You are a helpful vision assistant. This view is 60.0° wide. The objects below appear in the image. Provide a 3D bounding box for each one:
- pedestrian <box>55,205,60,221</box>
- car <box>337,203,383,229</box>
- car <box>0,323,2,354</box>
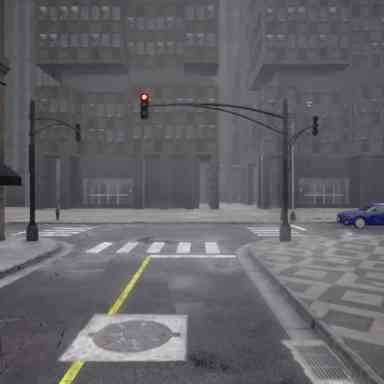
[{"bbox_3d":[-9.827,1.532,24.340,0.500,1.100,0.500,0,0,1],"label":"pedestrian"},{"bbox_3d":[11.803,1.458,21.054,5.008,1.535,1.882,0,0,1],"label":"car"},{"bbox_3d":[-3.028,1.477,1.546,1.882,1.535,5.008,0,0,1],"label":"car"}]
